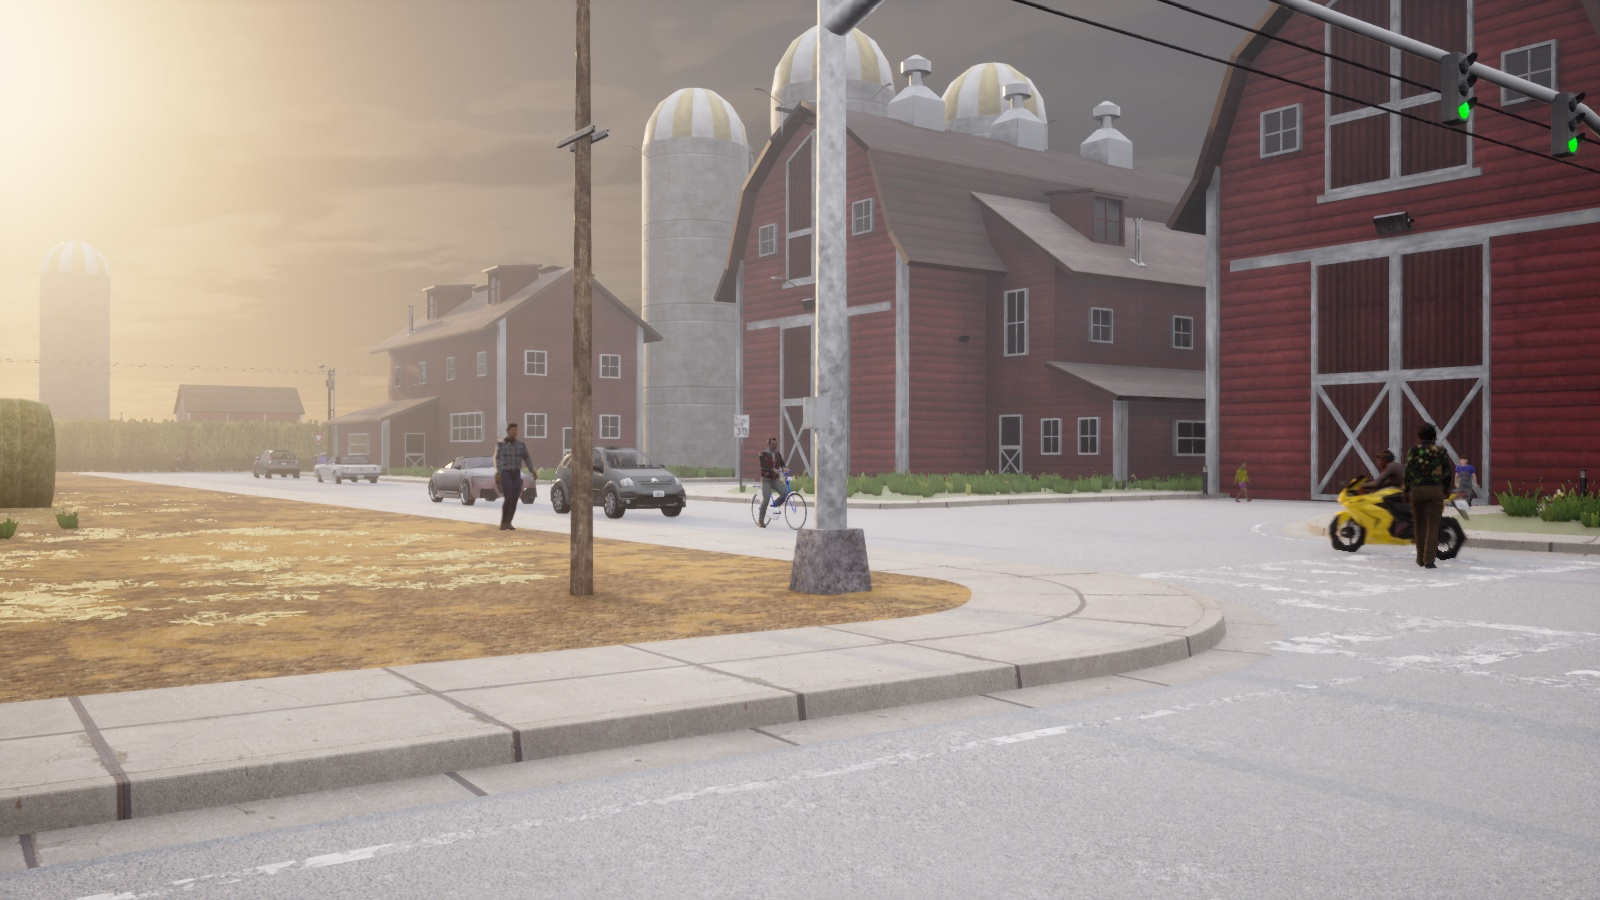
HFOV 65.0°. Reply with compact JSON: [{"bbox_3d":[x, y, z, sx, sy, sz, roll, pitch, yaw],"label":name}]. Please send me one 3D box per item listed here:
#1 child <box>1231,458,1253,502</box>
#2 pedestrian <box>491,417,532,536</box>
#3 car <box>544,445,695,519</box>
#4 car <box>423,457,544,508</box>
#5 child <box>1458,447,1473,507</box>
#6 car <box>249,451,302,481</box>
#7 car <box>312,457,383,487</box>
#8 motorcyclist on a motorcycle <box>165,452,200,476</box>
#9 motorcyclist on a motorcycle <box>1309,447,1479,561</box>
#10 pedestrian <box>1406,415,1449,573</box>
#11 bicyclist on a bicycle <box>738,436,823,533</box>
[{"bbox_3d":[11.762,0.797,33.399,0.299,1.160,0.473,0,0,-38],"label":"child"},{"bbox_3d":[-4.859,0.439,21.127,0.423,1.949,0.788,0,0,-33],"label":"pedestrian"},{"bbox_3d":[-4.279,0.697,29.392,1.851,1.617,3.988,0,0,-36],"label":"car"},{"bbox_3d":[-9.154,0.890,36.138,1.994,1.385,4.181,0,0,-36],"label":"car"},{"bbox_3d":[14.232,0.572,26.853,0.270,1.263,0.437,0,0,29],"label":"child"},{"bbox_3d":[-29.145,0.849,69.731,1.851,1.617,3.988,0,0,-36],"label":"car"},{"bbox_3d":[-21.245,1.007,58.812,1.895,1.301,4.718,0,0,-36],"label":"car"},{"bbox_3d":[-43.785,0.999,89.110,0.766,1.649,2.350,1,0,19],"label":"motorcyclist on a motorcycle"},{"bbox_3d":[8.400,0.726,17.840,0.797,1.523,2.044,0,0,-36],"label":"motorcyclist on a motorcycle"},{"bbox_3d":[7.895,0.542,15.804,0.395,1.930,0.692,0,0,34],"label":"pedestrian"},{"bbox_3d":[-0.399,0.641,24.027,0.659,1.776,1.843,-1,0,-36],"label":"bicyclist on a bicycle"}]
